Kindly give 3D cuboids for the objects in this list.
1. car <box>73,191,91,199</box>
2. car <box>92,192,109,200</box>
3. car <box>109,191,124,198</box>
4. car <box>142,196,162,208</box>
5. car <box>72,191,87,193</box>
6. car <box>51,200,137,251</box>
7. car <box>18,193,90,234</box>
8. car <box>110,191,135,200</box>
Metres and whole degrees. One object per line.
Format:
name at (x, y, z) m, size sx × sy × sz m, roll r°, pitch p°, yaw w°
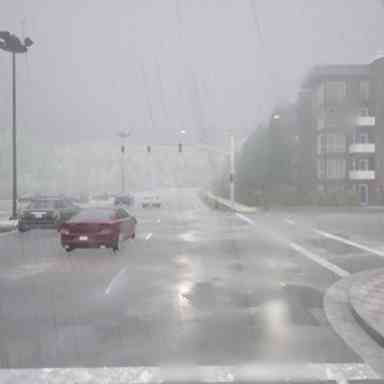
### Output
car at (-23.371, 0.590, 70.704) m, size 2.033 × 1.411 × 5.357 m, roll 0°, pitch 1°, yaw 0°
car at (-16.387, 0.678, 59.685) m, size 1.882 × 1.535 × 5.008 m, roll 0°, pitch 1°, yaw 0°
car at (-16.372, 0.566, 72.381) m, size 2.033 × 1.411 × 5.357 m, roll 0°, pitch 1°, yaw 0°
car at (-4.562, 1.086, 38.386) m, size 1.895 × 1.301 × 4.718 m, roll 0°, pitch 1°, yaw -2°
car at (-16.374, 0.715, 47.494) m, size 2.097 × 1.767 × 4.553 m, roll 0°, pitch 1°, yaw 0°
car at (-3.450, 1.299, 13.178) m, size 1.882 × 1.535 × 5.008 m, roll 0°, pitch 1°, yaw 1°
car at (-7.261, 1.113, 17.724) m, size 2.097 × 1.767 × 4.553 m, roll 0°, pitch 1°, yaw -2°
car at (-8.092, 0.968, 39.986) m, size 1.837 × 1.490 × 4.892 m, roll 0°, pitch 1°, yaw -1°
